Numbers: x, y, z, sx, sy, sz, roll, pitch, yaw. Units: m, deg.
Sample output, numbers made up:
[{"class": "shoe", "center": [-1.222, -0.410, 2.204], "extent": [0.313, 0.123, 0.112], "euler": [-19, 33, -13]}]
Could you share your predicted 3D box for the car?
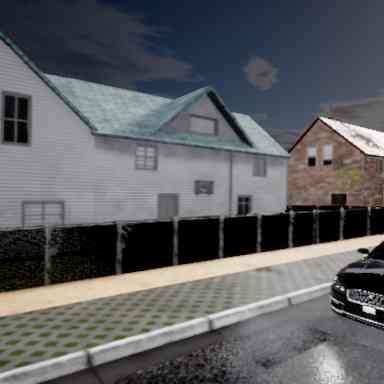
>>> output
[{"class": "car", "center": [4.615, 1.503, 6.364], "extent": [4.892, 1.490, 1.837], "euler": [0, 0, -36]}]
